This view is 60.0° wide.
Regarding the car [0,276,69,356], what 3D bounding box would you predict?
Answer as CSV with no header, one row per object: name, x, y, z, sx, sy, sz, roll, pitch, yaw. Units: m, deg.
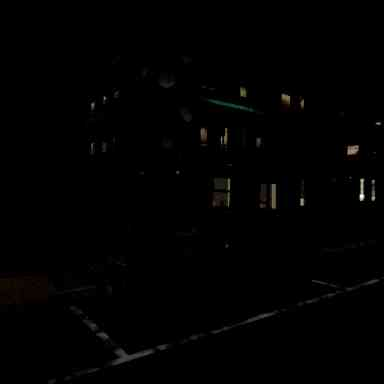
car,-3.979,1.522,3.712,4.829,1.417,1.752,0,1,-35

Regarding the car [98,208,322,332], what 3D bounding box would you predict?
car,0.665,1.313,7.023,5.009,1.841,2.192,0,1,-35
